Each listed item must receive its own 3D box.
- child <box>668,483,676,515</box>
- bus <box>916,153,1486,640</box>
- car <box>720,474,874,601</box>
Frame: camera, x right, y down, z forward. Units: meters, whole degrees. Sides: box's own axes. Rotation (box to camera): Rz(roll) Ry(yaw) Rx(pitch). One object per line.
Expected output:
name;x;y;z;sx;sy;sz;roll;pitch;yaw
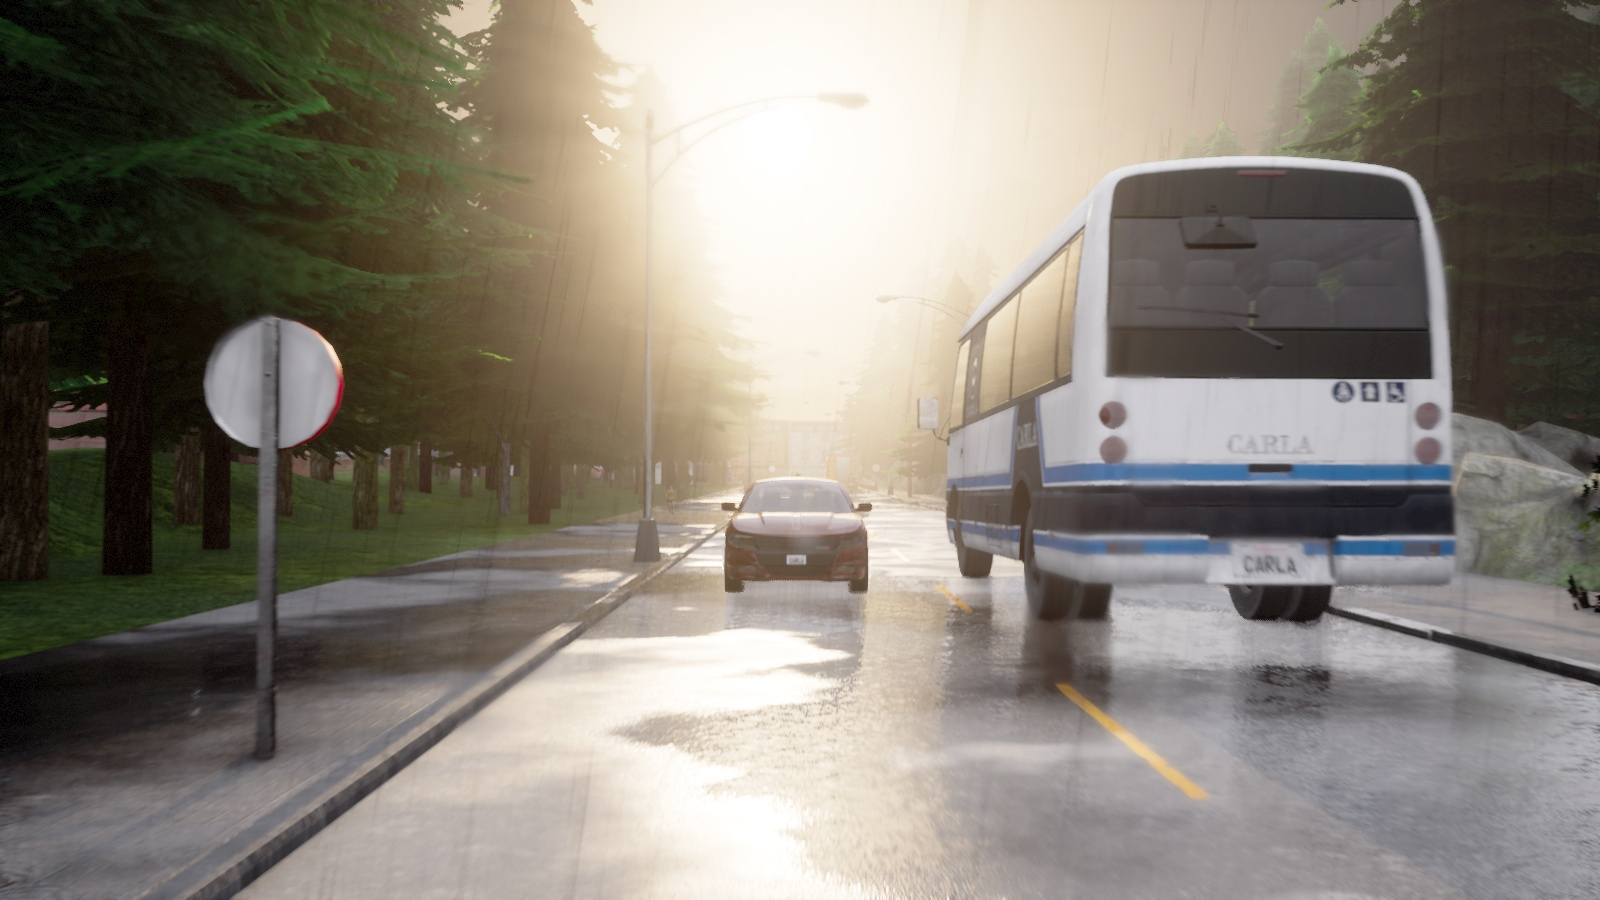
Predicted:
child;-4.488;1.719;44.149;0.255;1.110;0.394;0;-1;-4
bus;3.961;-0.286;16.116;3.944;4.253;10.273;0;-2;0
car;-0.038;1.116;17.850;1.882;1.535;5.008;0;-1;0
